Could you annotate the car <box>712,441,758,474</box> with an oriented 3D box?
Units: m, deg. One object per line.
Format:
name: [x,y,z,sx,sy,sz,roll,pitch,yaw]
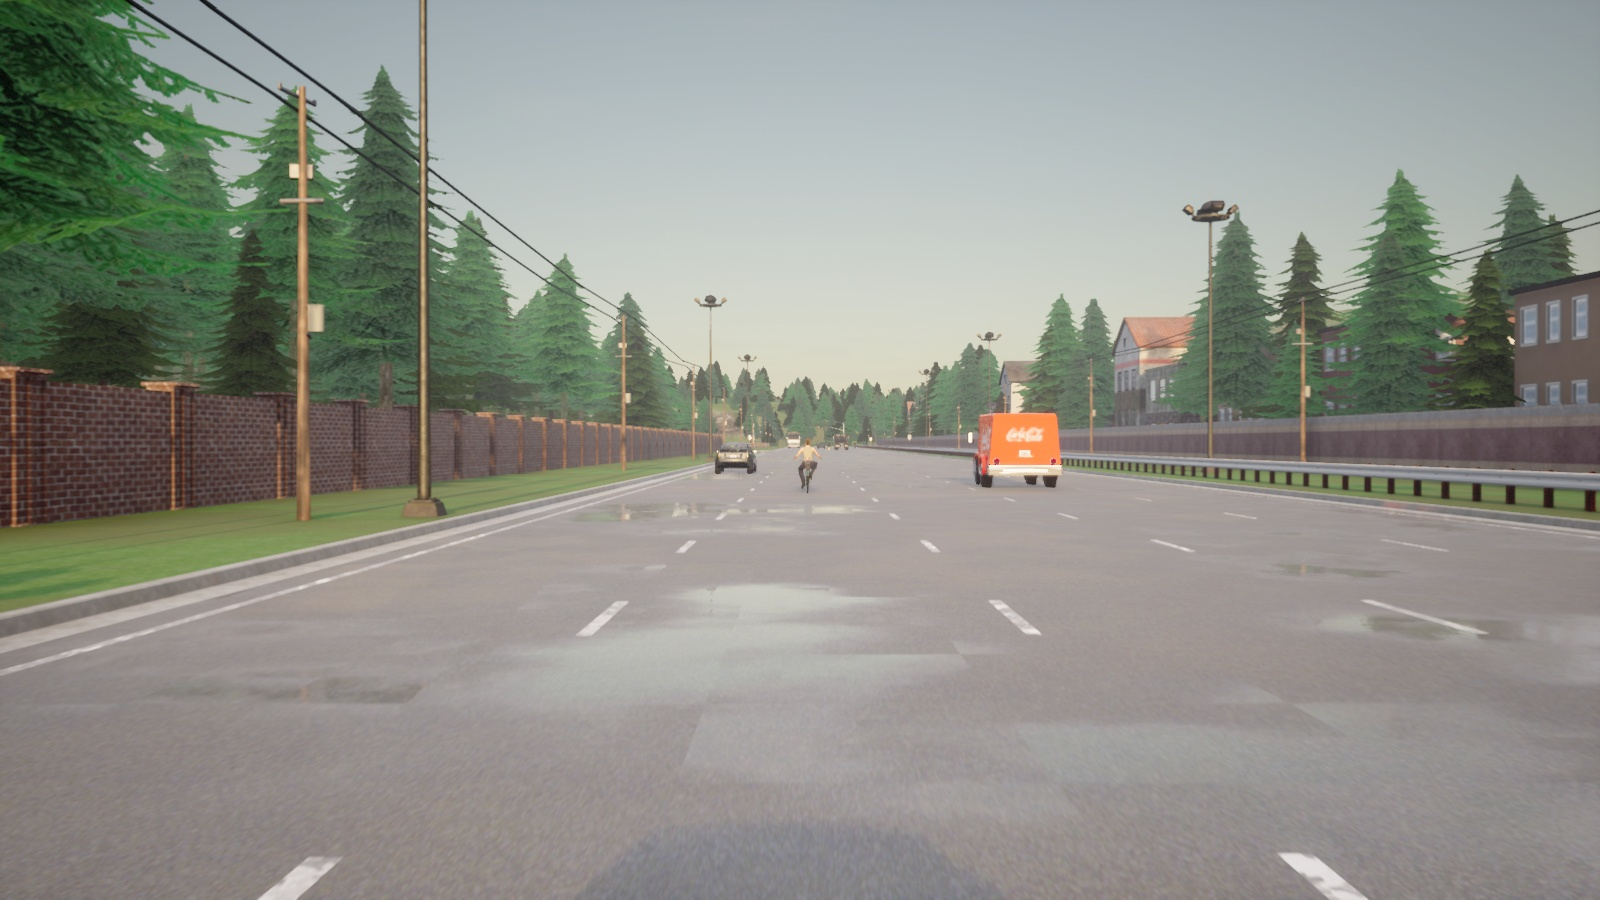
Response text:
car: [-3.136,0.336,61.398,2.007,1.525,4.514,0,0,0]

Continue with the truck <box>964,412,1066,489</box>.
truck: [7.260,0.016,42.947,2.627,2.467,5.204,0,0,0]
